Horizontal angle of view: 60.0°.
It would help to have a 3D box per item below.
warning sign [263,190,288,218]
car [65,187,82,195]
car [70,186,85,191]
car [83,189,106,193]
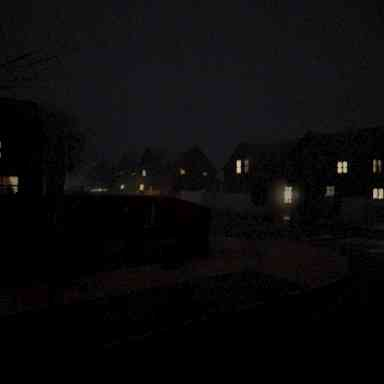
[{"bbox_3d":[5.797,0.812,23.104,1.300,1.860,1.060,-1,0,-36],"label":"warning sign"},{"bbox_3d":[-17.504,0.413,46.715,1.837,1.490,4.892,1,0,-35],"label":"car"},{"bbox_3d":[-18.622,0.036,53.038,2.150,2.045,5.566,1,1,-36],"label":"car"},{"bbox_3d":[-12.550,0.589,44.591,2.033,1.411,5.357,1,1,-35],"label":"car"}]
